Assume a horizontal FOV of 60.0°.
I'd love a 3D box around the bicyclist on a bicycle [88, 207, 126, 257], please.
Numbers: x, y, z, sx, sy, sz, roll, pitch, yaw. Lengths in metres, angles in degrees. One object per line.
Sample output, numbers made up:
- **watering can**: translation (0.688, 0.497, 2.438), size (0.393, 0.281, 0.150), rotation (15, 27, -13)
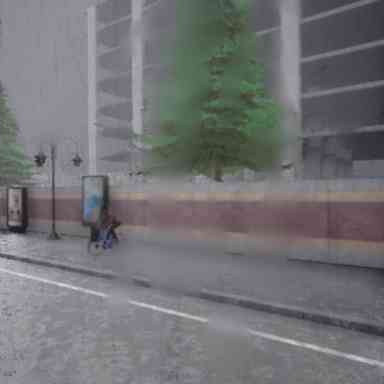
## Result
- **bicyclist on a bicycle**: translation (-2.847, 1.327, 11.293), size (0.582, 1.620, 1.656), rotation (0, -1, 34)
